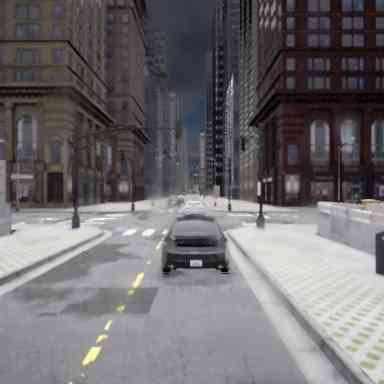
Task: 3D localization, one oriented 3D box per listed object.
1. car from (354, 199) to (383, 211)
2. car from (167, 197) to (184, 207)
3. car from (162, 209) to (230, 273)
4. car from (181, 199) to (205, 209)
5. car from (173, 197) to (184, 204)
[{"bbox_3d":[17.405,1.501,33.597,5.008,1.535,1.882,0,0,0],"label":"car"},{"bbox_3d":[-2.751,1.537,50.787,2.128,1.511,4.902,0,0,1],"label":"car"},{"bbox_3d":[0.102,1.507,10.617,1.837,1.490,4.892,0,0,0],"label":"car"},{"bbox_3d":[0.236,1.537,30.576,1.812,1.442,4.674,0,0,1],"label":"car"},{"bbox_3d":[-2.573,1.642,66.243,1.994,1.385,4.181,0,0,1],"label":"car"}]
